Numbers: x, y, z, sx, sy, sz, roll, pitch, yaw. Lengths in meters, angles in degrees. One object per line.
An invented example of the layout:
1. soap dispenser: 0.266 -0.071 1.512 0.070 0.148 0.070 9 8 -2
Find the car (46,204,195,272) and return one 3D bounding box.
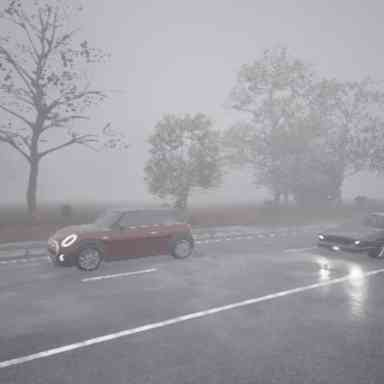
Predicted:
1. car: -2.214 1.314 10.761 4.553 1.767 2.097 0 0 -33

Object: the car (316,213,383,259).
1. car: 7.145 1.505 12.531 5.357 1.411 2.033 0 0 -30
